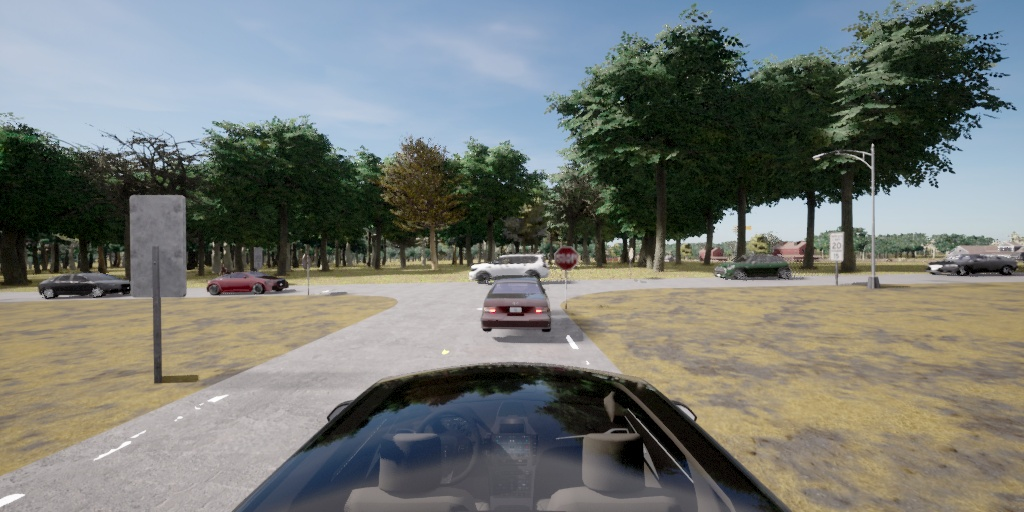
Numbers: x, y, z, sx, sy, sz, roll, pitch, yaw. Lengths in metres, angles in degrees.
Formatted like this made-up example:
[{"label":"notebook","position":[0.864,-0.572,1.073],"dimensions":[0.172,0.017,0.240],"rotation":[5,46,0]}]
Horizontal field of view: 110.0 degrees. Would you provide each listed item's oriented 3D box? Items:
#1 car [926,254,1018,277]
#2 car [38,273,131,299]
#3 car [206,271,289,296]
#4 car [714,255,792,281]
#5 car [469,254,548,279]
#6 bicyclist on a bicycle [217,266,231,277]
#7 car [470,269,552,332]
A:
[{"label":"car","position":[32.070,0.614,25.100],"dimensions":[4.902,1.511,2.128],"rotation":[-1,1,0]},{"label":"car","position":[-26.203,1.800,22.256],"dimensions":[4.892,1.490,1.837],"rotation":[-2,1,0]},{"label":"car","position":[-16.313,1.631,22.230],"dimensions":[4.181,1.385,1.994],"rotation":[-1,1,0]},{"label":"car","position":[16.745,0.734,25.124],"dimensions":[4.553,1.767,2.097],"rotation":[-1,1,0]},{"label":"car","position":[-0.185,0.912,25.163],"dimensions":[5.566,2.045,2.150],"rotation":[-1,1,0]},{"label":"bicyclist on a bicycle","position":[-22.625,1.603,28.221],"dimensions":[0.582,1.620,1.656],"rotation":[-1,0,0]},{"label":"car","position":[0.172,1.295,10.829],"dimensions":[2.033,1.411,5.357],"rotation":[0,0,2]}]
